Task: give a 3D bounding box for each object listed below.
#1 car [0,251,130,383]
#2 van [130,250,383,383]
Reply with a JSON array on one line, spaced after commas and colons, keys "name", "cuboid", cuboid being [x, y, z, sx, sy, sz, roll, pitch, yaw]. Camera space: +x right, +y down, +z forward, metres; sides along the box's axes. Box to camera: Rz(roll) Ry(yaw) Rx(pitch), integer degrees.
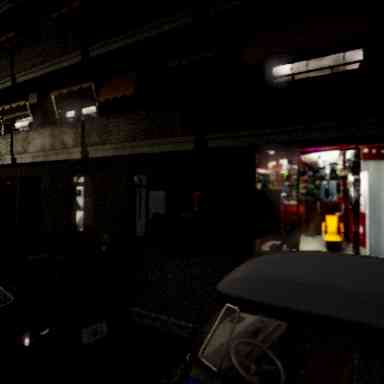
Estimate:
[{"name": "car", "cuboid": [-2.749, 1.555, 4.825, 4.313, 1.339, 1.947, 0, 1, 35]}, {"name": "van", "cuboid": [1.748, 1.343, 1.617, 3.998, 1.788, 1.690, 0, 1, 35]}]
